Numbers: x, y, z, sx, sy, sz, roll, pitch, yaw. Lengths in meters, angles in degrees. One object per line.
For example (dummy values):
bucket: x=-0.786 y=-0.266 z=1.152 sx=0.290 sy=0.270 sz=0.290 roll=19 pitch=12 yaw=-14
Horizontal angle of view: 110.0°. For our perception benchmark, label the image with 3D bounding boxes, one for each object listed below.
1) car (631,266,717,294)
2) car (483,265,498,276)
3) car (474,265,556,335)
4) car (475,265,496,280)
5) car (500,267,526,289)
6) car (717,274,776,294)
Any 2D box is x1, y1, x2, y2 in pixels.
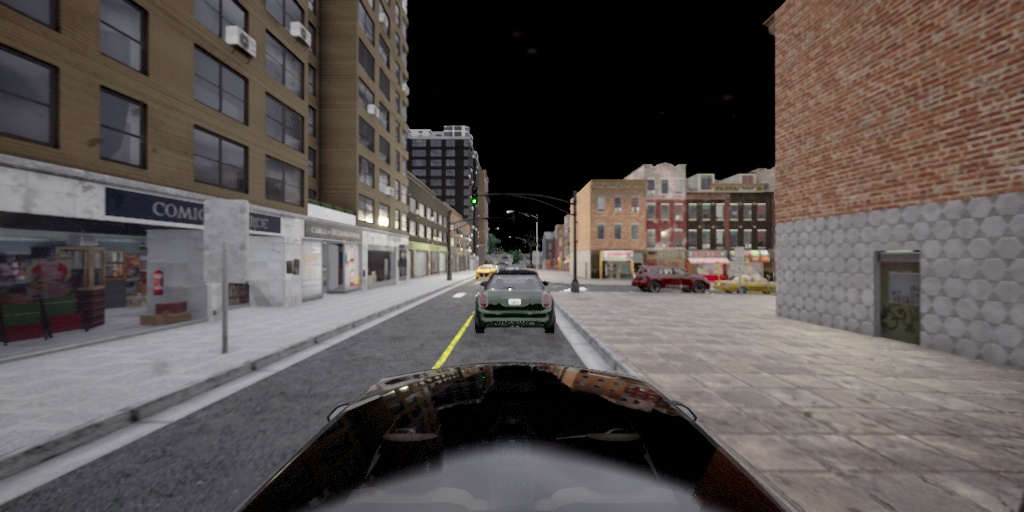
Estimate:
car: x=10.775 y=1.609 z=24.608 sx=5.009 sy=1.841 sz=2.192 roll=0 pitch=0 yaw=0
car: x=-2.889 y=1.989 z=49.423 sx=1.812 sy=1.442 sz=4.674 roll=0 pitch=-1 yaw=0
car: x=0.077 y=1.194 z=11.053 sx=2.097 sy=1.767 sz=4.553 roll=0 pitch=-1 yaw=0
car: x=-2.878 y=1.758 z=39.797 sx=1.882 sy=1.535 sz=5.008 roll=0 pitch=-1 yaw=1
car: x=0.075 y=1.641 z=28.078 sx=1.812 sy=1.442 sz=4.674 roll=1 pitch=0 yaw=0
car: x=16.489 y=1.922 z=24.601 sx=4.829 sy=1.417 sz=1.751 roll=0 pitch=0 yaw=0
